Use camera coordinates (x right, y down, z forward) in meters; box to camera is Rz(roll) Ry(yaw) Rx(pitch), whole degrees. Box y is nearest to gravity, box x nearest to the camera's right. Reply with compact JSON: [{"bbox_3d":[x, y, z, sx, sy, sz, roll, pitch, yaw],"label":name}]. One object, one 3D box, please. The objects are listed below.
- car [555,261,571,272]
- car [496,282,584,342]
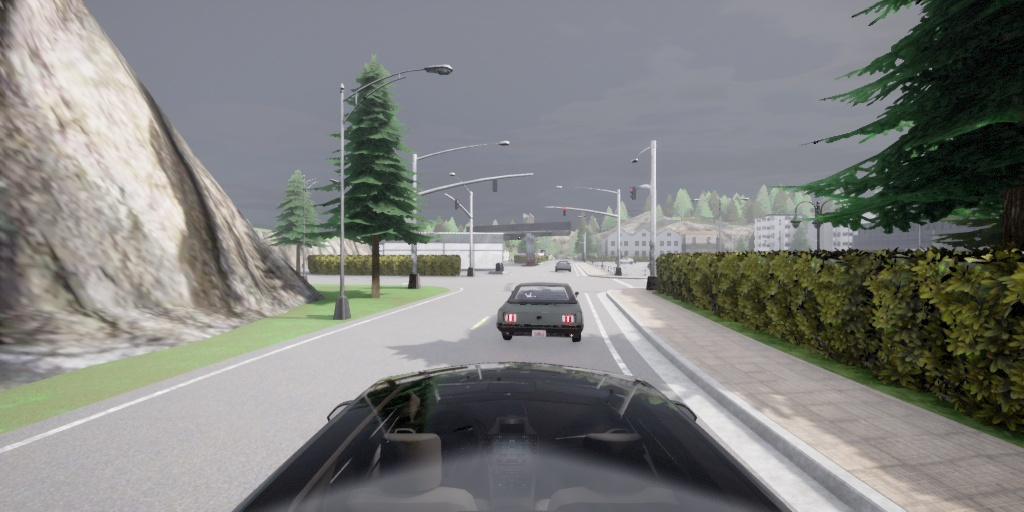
[{"bbox_3d":[6.528,1.314,45.665,1.994,1.385,4.181,0,0,9],"label":"car"},{"bbox_3d":[0.882,1.351,9.781,1.895,1.301,4.718,0,0,8],"label":"car"}]
